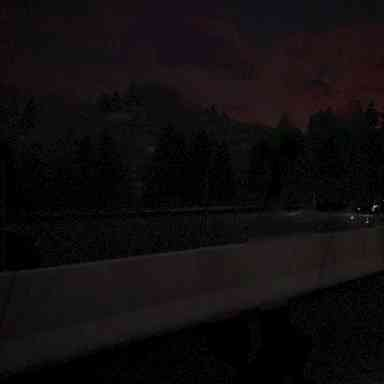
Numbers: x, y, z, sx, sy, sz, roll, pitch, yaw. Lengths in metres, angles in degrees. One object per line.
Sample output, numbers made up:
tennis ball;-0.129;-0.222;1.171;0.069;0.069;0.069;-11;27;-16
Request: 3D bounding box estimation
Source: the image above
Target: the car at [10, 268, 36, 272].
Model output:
car;-6.074;1.522;8.243;4.181;1.385;1.994;0;0;-35
